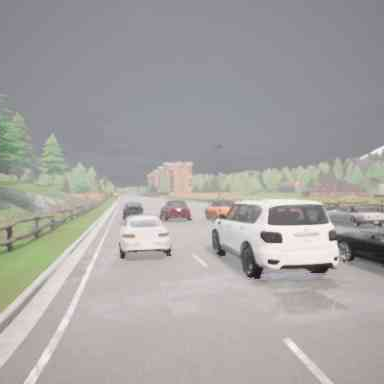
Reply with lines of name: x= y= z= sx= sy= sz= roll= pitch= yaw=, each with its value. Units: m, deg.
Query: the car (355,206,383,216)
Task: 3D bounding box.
car: x=10.626 y=1.544 z=22.087 sx=1.895 sy=1.301 sz=4.718 roll=-1 pitch=0 yaw=-11

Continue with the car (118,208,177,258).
car: x=-1.916 y=1.611 z=13.239 sx=1.812 sy=1.442 sz=4.674 roll=-1 pitch=0 yaw=-11

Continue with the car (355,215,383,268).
car: x=5.944 y=1.556 z=9.192 sx=1.895 sy=1.301 sz=4.718 roll=-1 pitch=0 yaw=-9

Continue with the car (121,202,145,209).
car: x=-5.460 y=1.716 z=30.892 sx=1.837 sy=1.490 sz=4.892 roll=-1 pitch=0 yaw=-12

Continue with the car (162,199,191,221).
car: x=-1.472 y=1.498 z=28.820 sx=2.097 sy=1.767 sz=4.553 roll=-1 pitch=0 yaw=-11

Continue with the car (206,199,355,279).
car: x=2.209 y=1.235 z=10.396 sx=2.150 sy=2.045 sz=5.566 roll=-1 pitch=0 yaw=-10

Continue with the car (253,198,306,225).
car: x=6.435 y=1.369 z=25.083 sx=2.097 sy=1.767 sz=4.553 roll=-1 pitch=0 yaw=-11
